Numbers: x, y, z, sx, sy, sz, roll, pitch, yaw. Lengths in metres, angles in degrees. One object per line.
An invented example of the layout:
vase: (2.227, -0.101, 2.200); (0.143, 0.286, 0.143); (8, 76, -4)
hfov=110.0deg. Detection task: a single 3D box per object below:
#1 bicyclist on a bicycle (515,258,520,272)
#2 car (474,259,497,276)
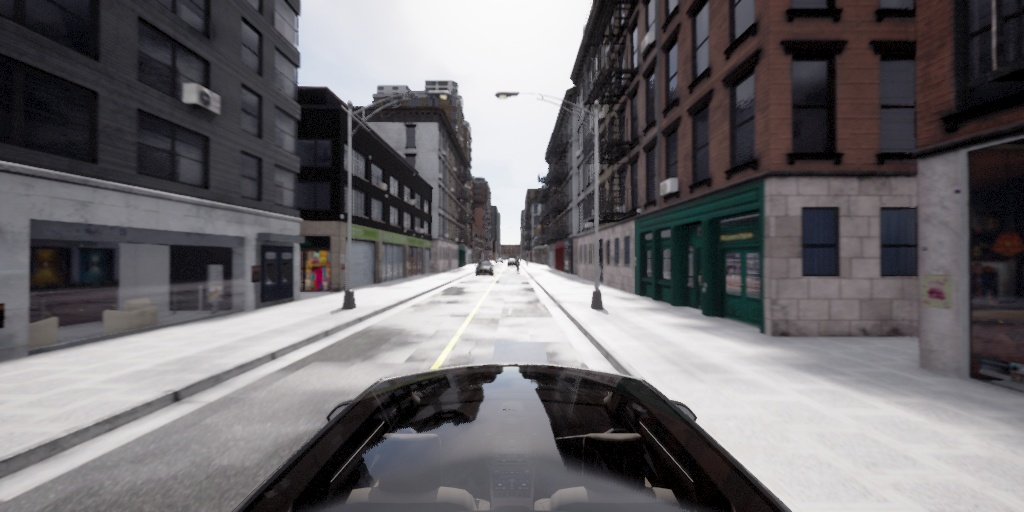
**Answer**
bicyclist on a bicycle: (0.740, 1.258, 43.103); (0.582, 1.620, 1.656); (0, 0, 0)
car: (-2.856, 1.306, 38.288); (1.837, 1.490, 4.892); (0, 0, 0)
